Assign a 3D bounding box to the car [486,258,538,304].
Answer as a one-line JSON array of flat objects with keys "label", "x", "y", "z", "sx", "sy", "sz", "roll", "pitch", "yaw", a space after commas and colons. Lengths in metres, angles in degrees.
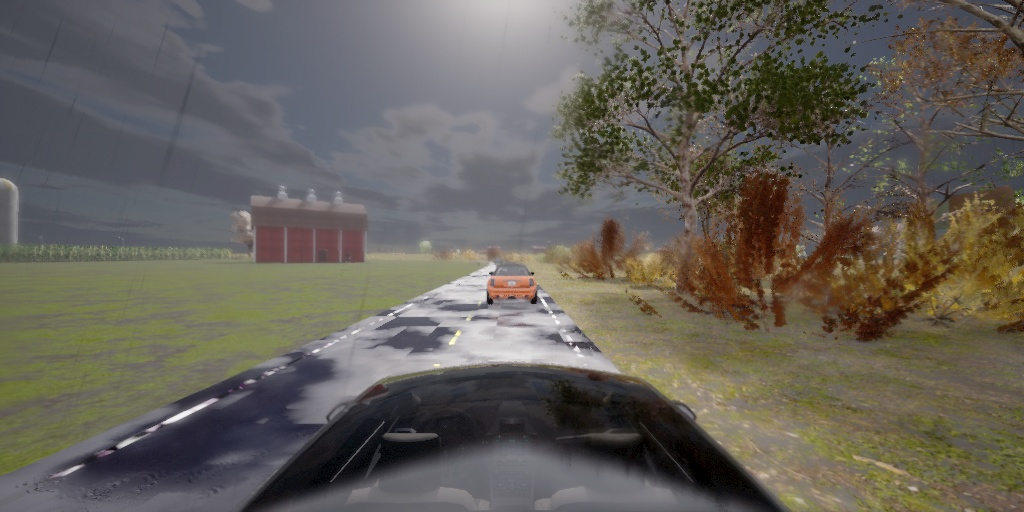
[{"label": "car", "x": 0.000, "y": 1.116, "z": 16.470, "sx": 2.097, "sy": 1.767, "sz": 4.553, "roll": 0, "pitch": 0, "yaw": 0}]
